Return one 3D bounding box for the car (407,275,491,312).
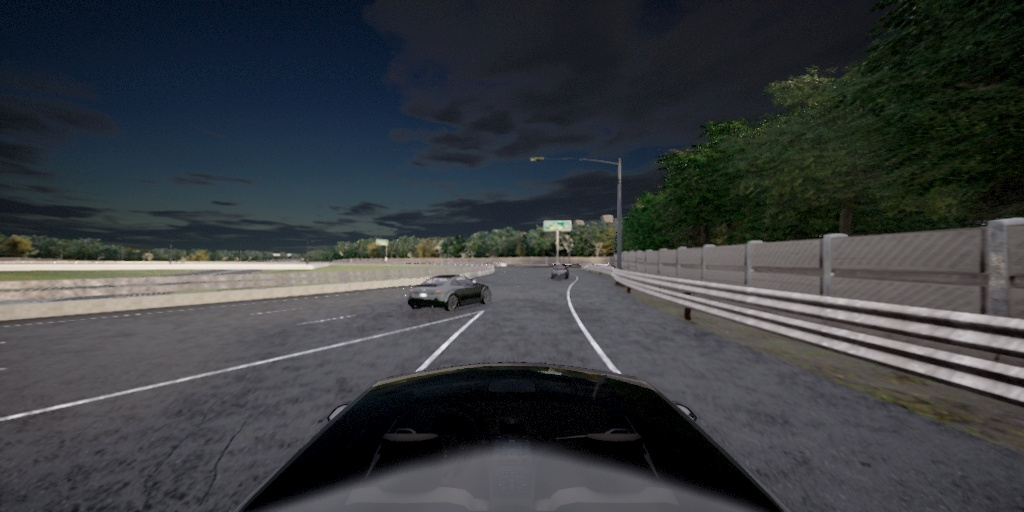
[{"bbox_3d":[-2.567,1.498,15.536,1.994,1.385,4.181,0,-1,25],"label":"car"}]

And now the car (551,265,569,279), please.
[{"bbox_3d":[5.553,1.807,41.090,2.128,1.511,4.902,0,-1,11],"label":"car"}]
